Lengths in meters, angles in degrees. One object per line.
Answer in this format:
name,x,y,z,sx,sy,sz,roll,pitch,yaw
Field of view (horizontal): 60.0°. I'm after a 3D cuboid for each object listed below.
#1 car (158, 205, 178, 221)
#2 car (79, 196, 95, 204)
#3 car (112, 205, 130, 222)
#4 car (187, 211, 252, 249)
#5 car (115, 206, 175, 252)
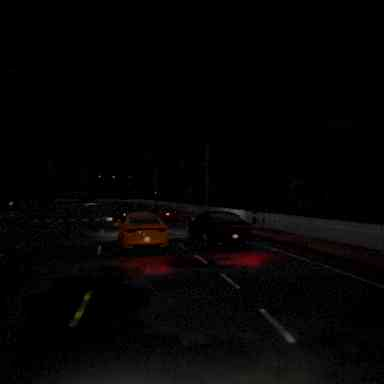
car,-2.515,1.854,30.005,1.994,1.385,4.181,0,-1,-14
car,-28.409,2.126,89.731,2.150,2.045,5.566,0,-1,-43
car,-5.941,1.852,29.152,1.994,1.385,4.181,0,-1,-15
car,1.127,1.625,15.638,1.882,1.535,5.008,0,0,-14
car,-2.267,1.623,14.782,1.882,1.535,5.008,0,0,-14
